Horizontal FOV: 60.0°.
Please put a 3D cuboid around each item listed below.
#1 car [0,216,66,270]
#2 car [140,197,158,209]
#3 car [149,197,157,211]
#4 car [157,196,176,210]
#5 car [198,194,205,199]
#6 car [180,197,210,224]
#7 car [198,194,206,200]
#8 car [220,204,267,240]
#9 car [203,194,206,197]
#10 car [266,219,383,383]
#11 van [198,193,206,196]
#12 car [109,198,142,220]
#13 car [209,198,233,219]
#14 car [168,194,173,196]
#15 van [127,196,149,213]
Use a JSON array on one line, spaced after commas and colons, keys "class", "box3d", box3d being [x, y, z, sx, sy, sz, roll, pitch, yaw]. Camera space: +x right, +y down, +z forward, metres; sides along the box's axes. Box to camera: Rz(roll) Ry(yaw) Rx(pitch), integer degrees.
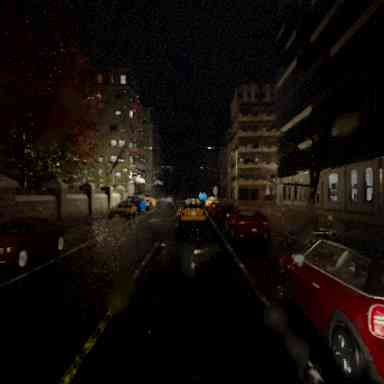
[{"class": "car", "box3d": [-5.683, 1.521, 11.026, 1.887, 1.381, 4.507, 1, 0, 0]}, {"class": "car", "box3d": [-5.683, 1.408, 44.539, 1.752, 1.417, 4.829, 1, 0, 0]}, {"class": "car", "box3d": [-5.682, 1.340, 39.094, 1.967, 1.590, 4.097, 1, 0, 0]}, {"class": "car", "box3d": [-3.024, 1.461, 40.066, 1.994, 1.385, 4.181, 0, 0, 0]}, {"class": "car", "box3d": [2.696, 1.264, 94.027, 1.947, 1.339, 4.313, 1, 0, 0]}, {"class": "car", "box3d": [0.100, 1.398, 24.348, 1.801, 1.575, 5.366, 0, 0, 0]}, {"class": "car", "box3d": [2.696, 1.266, 88.357, 1.887, 1.381, 4.507, 1, 0, 0]}, {"class": "car", "box3d": [2.698, 1.508, 16.606, 1.887, 1.381, 4.507, 1, 0, 0]}, {"class": "car", "box3d": [2.697, 1.407, 44.862, 1.752, 1.417, 4.829, 1, 0, 0]}, {"class": "car", "box3d": [2.699, 1.429, 5.371, 1.967, 1.590, 4.097, 1, 0, 0]}, {"class": "van", "box3d": [2.699, 1.086, 82.684, 1.690, 1.788, 3.998, 1, 0, 0]}, {"class": "car", "box3d": [-5.683, 1.458, 27.698, 1.752, 1.417, 4.829, 1, 0, 0]}, {"class": "car", "box3d": [2.698, 1.477, 27.842, 1.887, 1.381, 4.507, 1, 0, 0]}, {"class": "car", "box3d": [-5.685, 1.303, 88.413, 1.802, 1.307, 4.206, 1, 0, 0]}, {"class": "van", "box3d": [-5.680, 1.257, 33.481, 1.690, 1.788, 3.998, 1, 0, 0]}]
